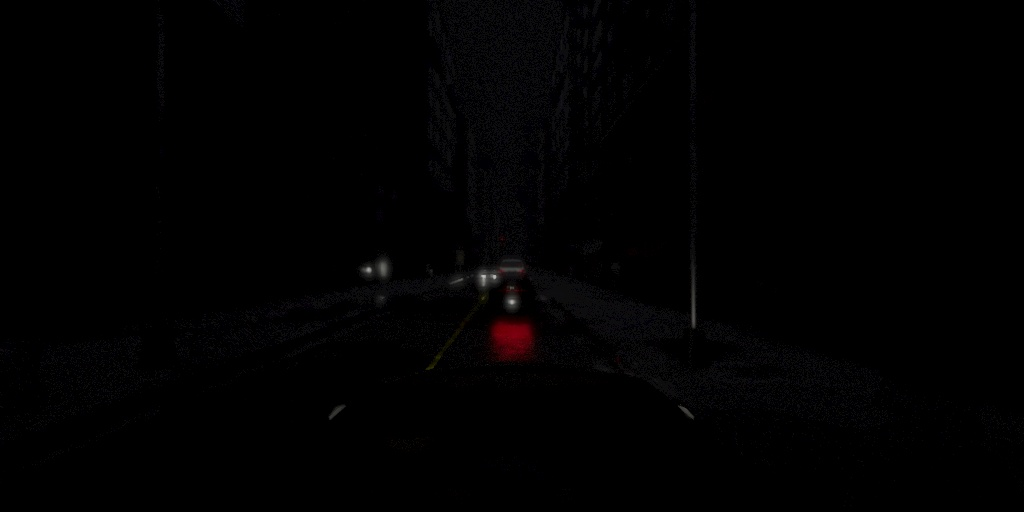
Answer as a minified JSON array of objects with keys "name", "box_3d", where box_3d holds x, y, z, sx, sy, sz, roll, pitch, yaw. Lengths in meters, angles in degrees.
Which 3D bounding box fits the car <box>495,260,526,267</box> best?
[{"name":"car","box_3d":[0.007,1.317,29.462,2.150,2.045,5.566,0,0,0]}]

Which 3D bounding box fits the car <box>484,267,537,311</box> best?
[{"name":"car","box_3d":[0.016,1.420,15.384,1.837,1.490,4.892,0,0,0]}]

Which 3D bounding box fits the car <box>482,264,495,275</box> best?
[{"name":"car","box_3d":[-3.022,1.868,49.427,1.837,1.490,4.892,0,-1,0]}]
